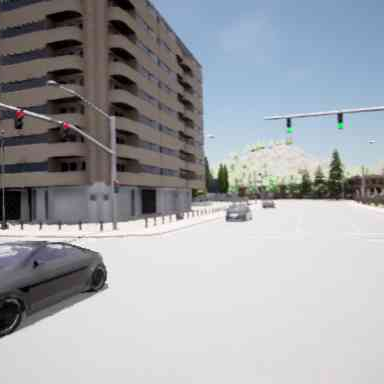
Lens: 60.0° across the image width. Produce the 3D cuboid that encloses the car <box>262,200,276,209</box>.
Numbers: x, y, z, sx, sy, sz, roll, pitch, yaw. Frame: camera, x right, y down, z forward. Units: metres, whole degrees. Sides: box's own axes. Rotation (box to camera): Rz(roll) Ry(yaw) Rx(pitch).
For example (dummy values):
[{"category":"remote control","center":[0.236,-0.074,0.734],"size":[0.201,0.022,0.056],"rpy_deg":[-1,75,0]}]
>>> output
[{"category":"car","center":[12.710,2.080,55.030],"size":[1.994,1.385,4.181],"rpy_deg":[-2,-1,19]}]

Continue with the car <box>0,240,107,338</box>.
[{"category":"car","center":[-3.617,1.758,7.027],"size":[1.994,1.385,4.181],"rpy_deg":[-1,-1,19]}]

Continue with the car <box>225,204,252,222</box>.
[{"category":"car","center":[4.286,1.880,30.268],"size":[2.128,1.511,4.902],"rpy_deg":[-2,-1,19]}]
